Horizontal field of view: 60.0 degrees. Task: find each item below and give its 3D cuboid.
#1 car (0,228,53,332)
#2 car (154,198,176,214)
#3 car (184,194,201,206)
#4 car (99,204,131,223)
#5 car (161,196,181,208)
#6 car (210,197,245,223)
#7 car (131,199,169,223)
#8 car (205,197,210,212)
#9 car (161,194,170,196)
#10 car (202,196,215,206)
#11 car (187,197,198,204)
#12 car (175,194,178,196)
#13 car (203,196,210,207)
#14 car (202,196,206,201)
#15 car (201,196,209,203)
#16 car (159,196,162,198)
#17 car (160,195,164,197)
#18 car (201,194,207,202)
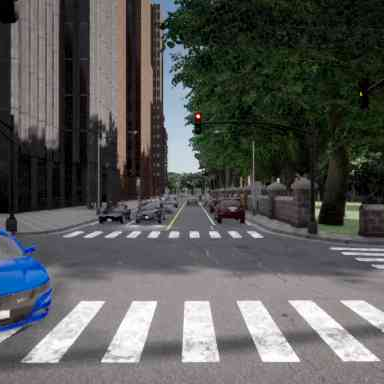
[{"bbox_3d":[-4.436,1.464,6.659,1.882,1.535,5.008,2,0,-42],"label":"car"},{"bbox_3d":[-3.062,1.622,35.444,1.895,1.301,4.718,0,0,0],"label":"car"},{"bbox_3d":[0.115,1.535,55.806,2.128,1.511,4.902,0,0,1],"label":"car"},{"bbox_3d":[-5.735,1.576,25.248,1.947,1.339,4.313,0,0,0],"label":"car"},{"bbox_3d":[-3.018,1.598,47.614,1.994,1.385,4.181,0,0,2],"label":"car"},{"bbox_3d":[2.790,1.325,25.248,2.192,1.841,5.009,0,0,0],"label":"car"},{"bbox_3d":[-3.079,1.516,25.520,1.837,1.490,4.892,0,0,1],"label":"car"},{"bbox_3d":[2.802,1.588,36.161,1.947,1.339,4.313,0,0,0],"label":"car"},{"bbox_3d":[-5.695,1.634,63.447,1.802,1.307,4.206,0,0,0],"label":"car"},{"bbox_3d":[2.825,1.486,57.987,1.967,1.590,4.097,0,0,0],"label":"car"},{"bbox_3d":[0.070,1.619,65.786,1.994,1.385,4.181,0,0,0],"label":"car"},{"bbox_3d":[-5.666,1.533,90.732,1.967,1.590,4.097,0,0,0],"label":"car"},{"bbox_3d":[2.807,1.579,41.617,2.008,1.369,4.403,0,0,0],"label":"car"},{"bbox_3d":[2.813,1.585,47.074,2.008,1.369,4.403,0,0,0],"label":"car"},{"bbox_3d":[2.842,1.592,74.526,1.752,1.417,4.829,0,0,0],"label":"car"},{"bbox_3d":[-5.712,1.616,47.076,1.802,1.307,4.206,0,0,0],"label":"car"},{"bbox_3d":[-5.706,1.622,52.533,1.802,1.307,4.206,0,0,0],"label":"car"},{"bbox_3d":[2.819,1.480,52.530,1.967,1.590,4.097,0,0,0],"label":"car"}]
